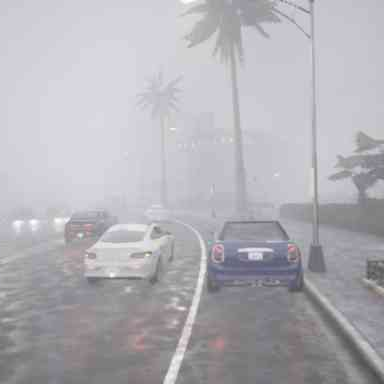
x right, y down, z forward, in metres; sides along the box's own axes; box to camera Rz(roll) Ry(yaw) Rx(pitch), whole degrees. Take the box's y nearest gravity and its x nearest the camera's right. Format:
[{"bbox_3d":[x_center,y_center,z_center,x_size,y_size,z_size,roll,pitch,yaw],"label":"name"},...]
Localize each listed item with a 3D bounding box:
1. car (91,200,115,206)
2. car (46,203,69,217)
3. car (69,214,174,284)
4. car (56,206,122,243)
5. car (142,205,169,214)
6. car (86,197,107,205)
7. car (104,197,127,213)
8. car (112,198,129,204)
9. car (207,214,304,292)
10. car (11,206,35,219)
[{"bbox_3d":[-9.821,1.889,34.978,1.812,1.442,4.674,-1,0,-26],"label":"car"},{"bbox_3d":[-14.919,1.957,37.040,2.128,1.511,4.902,-1,-1,-33],"label":"car"},{"bbox_3d":[-1.646,1.609,9.757,1.812,1.442,4.674,-1,0,3],"label":"car"},{"bbox_3d":[-5.095,1.688,17.251,1.837,1.490,4.892,-1,0,-2],"label":"car"},{"bbox_3d":[-2.836,1.721,26.014,1.812,1.442,4.674,-1,0,-12],"label":"car"},{"bbox_3d":[-21.934,2.055,76.216,4.553,1.767,2.185,-1,0,33],"label":"car"},{"bbox_3d":[-10.046,1.628,41.944,2.150,2.045,5.566,-1,-1,-34],"label":"car"},{"bbox_3d":[-17.795,2.173,82.589,4.193,1.474,1.816,-1,0,33],"label":"car"},{"bbox_3d":[1.486,1.378,9.136,2.097,1.767,4.553,-1,0,4],"label":"car"},{"bbox_3d":[-17.846,2.100,35.133,1.895,1.301,4.718,-1,0,-33],"label":"car"}]
